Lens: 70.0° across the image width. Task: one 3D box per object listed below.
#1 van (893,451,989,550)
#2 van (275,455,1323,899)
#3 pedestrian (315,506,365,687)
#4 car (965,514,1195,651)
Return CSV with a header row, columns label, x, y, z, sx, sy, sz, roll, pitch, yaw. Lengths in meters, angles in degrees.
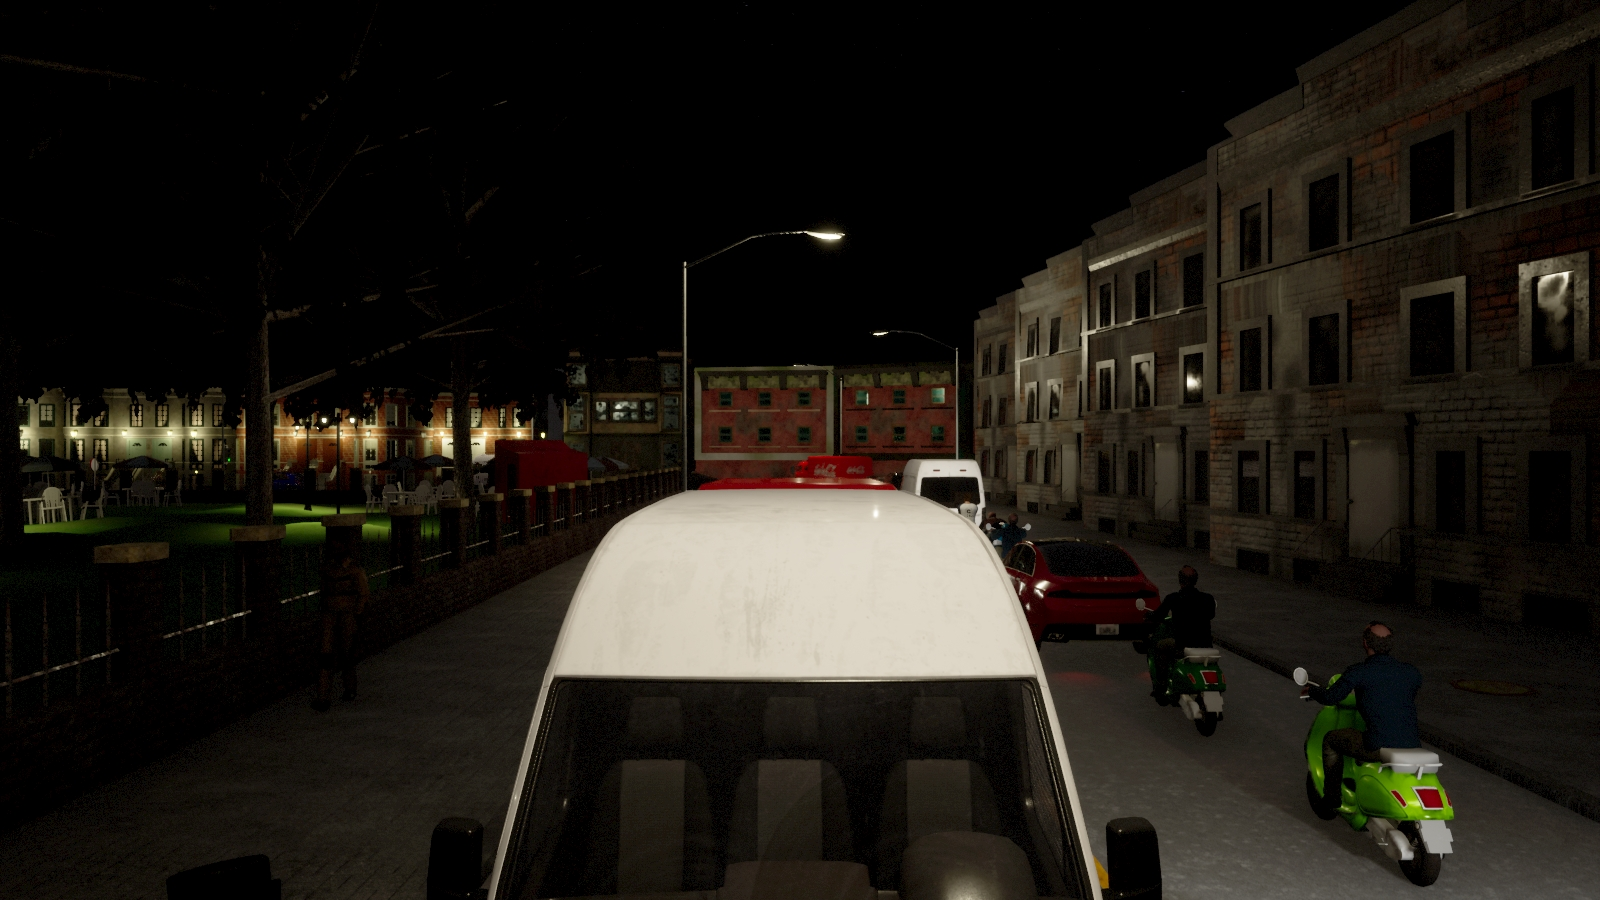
label,x,y,z,sx,sy,sz,roll,pitch,yaw
van,3.906,1.314,32.634,1.988,2.561,5.915,0,0,0
van,-0.006,1.314,5.127,1.988,2.561,5.915,0,0,0
pedestrian,-4.831,1.525,12.015,0.375,1.860,0.375,0,0,0
car,3.953,1.841,17.118,2.231,1.480,4.892,0,0,0
